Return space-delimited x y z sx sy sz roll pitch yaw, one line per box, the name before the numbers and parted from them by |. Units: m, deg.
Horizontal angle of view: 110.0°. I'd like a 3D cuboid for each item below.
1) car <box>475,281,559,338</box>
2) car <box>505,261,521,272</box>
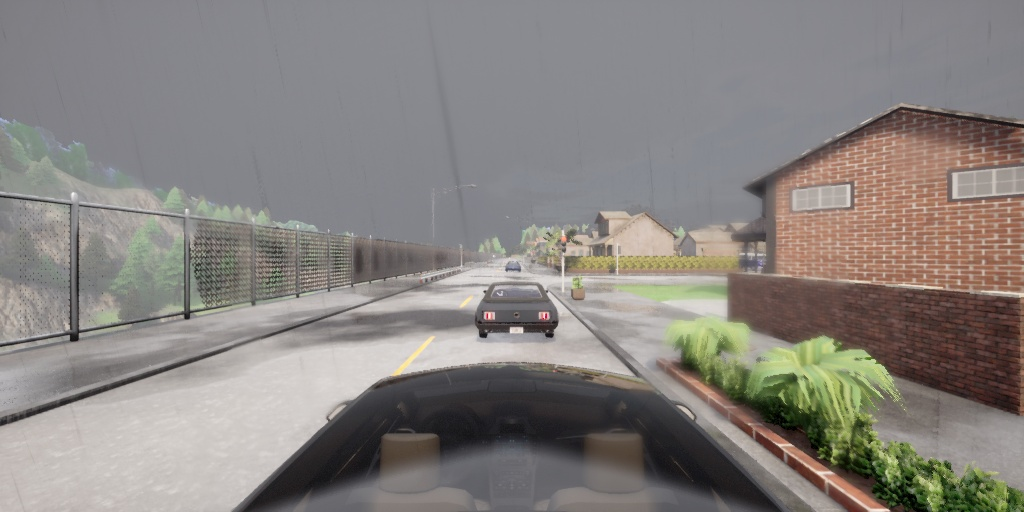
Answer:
car | 0.108 1.351 10.145 1.895 1.301 4.718 0 0 0
car | 0.152 1.314 46.374 1.994 1.385 4.181 0 0 0
